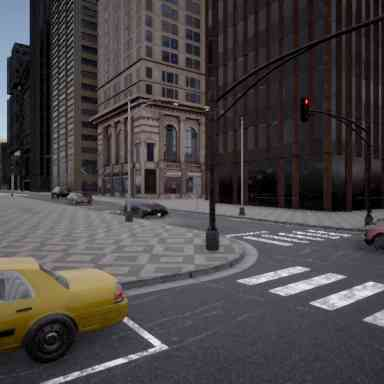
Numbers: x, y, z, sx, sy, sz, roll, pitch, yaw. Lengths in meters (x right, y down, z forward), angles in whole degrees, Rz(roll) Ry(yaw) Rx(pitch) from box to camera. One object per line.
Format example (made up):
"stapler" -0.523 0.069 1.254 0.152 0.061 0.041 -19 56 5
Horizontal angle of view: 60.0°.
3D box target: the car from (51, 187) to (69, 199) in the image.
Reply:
"car" -21.947 0.132 55.746 2.150 2.045 5.566 0 1 -36

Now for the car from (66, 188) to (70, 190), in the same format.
"car" -15.982 0.575 47.488 1.882 1.535 5.008 0 1 -35

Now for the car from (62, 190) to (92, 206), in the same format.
"car" -12.840 0.787 37.717 1.837 1.490 4.892 0 1 -35

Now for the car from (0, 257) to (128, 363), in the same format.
"car" -3.276 1.525 4.312 4.829 1.417 1.752 0 0 -35

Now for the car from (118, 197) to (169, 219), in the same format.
"car" -3.805 1.125 25.070 2.033 1.411 5.357 0 1 -36

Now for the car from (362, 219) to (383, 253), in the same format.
"car" 8.449 1.490 11.922 4.181 1.385 1.994 1 1 28
